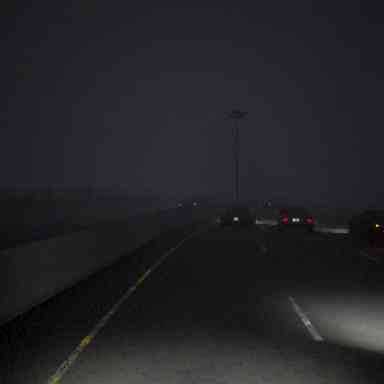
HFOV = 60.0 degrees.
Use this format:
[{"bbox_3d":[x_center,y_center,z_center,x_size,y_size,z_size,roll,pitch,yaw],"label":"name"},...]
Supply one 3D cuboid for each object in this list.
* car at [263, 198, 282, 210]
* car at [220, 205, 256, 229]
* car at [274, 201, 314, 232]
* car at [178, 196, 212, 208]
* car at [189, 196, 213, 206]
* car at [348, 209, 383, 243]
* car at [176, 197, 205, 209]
[{"bbox_3d":[10.038,1.463,40.612,2.163,1.488,4.792,0,0,25],"label":"car"},{"bbox_3d":[3.015,1.536,21.387,1.994,1.385,4.181,0,0,13],"label":"car"},{"bbox_3d":[6.139,1.531,19.924,2.033,1.411,5.357,0,0,14],"label":"car"},{"bbox_3d":[0.216,1.290,36.182,2.097,1.767,4.553,0,0,22],"label":"car"},{"bbox_3d":[1.593,1.387,55.257,1.882,1.535,5.008,0,0,28],"label":"car"},{"bbox_3d":[8.848,1.524,15.708,1.812,1.442,4.674,0,0,11],"label":"car"},{"bbox_3d":[-0.096,1.429,44.255,1.837,1.490,4.892,0,0,26],"label":"car"}]
